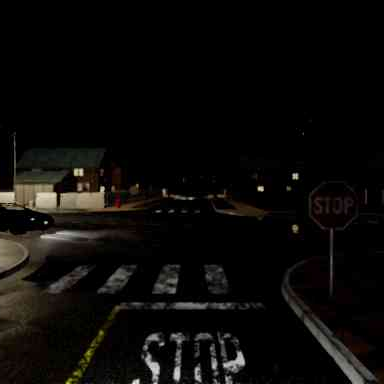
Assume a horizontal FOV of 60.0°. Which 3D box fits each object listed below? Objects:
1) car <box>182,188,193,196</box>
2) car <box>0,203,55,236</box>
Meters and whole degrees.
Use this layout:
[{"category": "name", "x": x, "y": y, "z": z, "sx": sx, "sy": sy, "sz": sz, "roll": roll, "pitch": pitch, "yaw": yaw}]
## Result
[{"category": "car", "x": -0.970, "y": -0.135, "z": 72.498, "sx": 2.097, "sy": 1.767, "sz": 4.553, "roll": 0, "pitch": 1, "yaw": 2}, {"category": "car", "x": -8.656, "y": 1.193, "z": 15.490, "sx": 4.181, "sy": 1.385, "sz": 1.994, "roll": 1, "pitch": 1, "yaw": 8}]
